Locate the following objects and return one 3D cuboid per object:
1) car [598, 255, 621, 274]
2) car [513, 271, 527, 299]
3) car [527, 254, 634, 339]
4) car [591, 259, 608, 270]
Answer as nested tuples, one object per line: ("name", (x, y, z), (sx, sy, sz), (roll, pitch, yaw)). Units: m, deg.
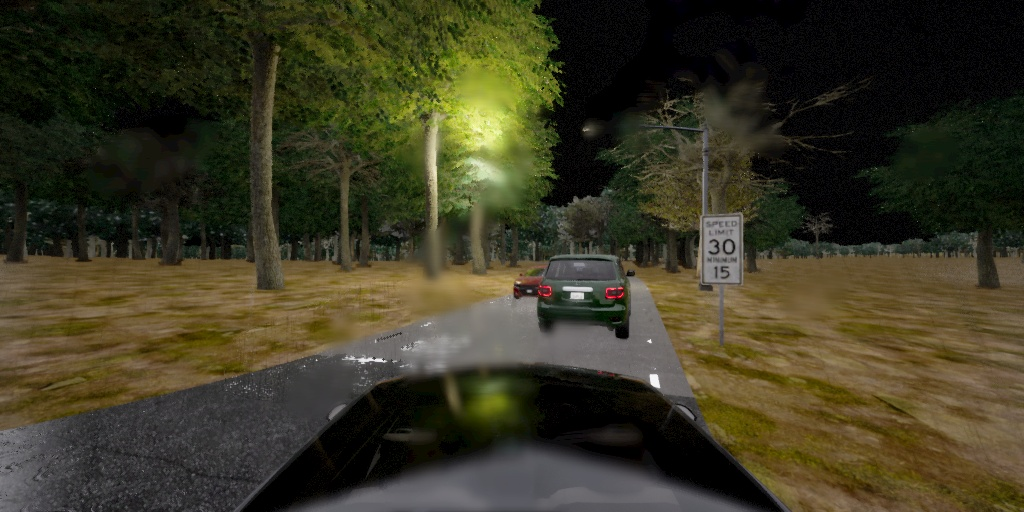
("car", (11.404, 0.945, 42.291), (2.150, 2.045, 5.566), (0, 0, 11))
("car", (1.537, 1.243, 17.895), (1.882, 1.535, 5.008), (0, 0, 18))
("car", (2.312, 0.976, 10.464), (2.150, 2.045, 5.566), (0, 0, 19))
("car", (12.820, 1.185, 52.697), (1.812, 1.442, 4.674), (-1, 1, 6))
